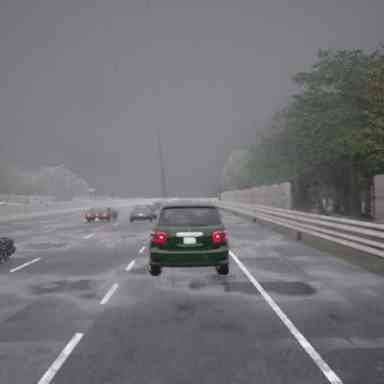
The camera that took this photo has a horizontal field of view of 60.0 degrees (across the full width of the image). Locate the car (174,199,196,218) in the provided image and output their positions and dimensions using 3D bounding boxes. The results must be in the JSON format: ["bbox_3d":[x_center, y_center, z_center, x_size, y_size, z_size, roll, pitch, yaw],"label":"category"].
[{"bbox_3d":[-0.702,1.593,33.518,2.097,1.767,4.553,-1,-1,-1],"label":"car"}]

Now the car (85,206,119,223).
[{"bbox_3d":[-7.574,1.880,28.536,1.895,1.301,4.718,-1,0,-1],"label":"car"}]

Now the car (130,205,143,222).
[{"bbox_3d":[-4.183,1.806,28.929,1.994,1.385,4.181,-1,0,-1],"label":"car"}]

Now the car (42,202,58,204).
[{"bbox_3d":[-29.773,2.766,71.444,1.994,1.385,4.181,-1,-1,-1],"label":"car"}]

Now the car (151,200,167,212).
[{"bbox_3d":[-4.662,1.971,47.674,1.837,1.490,4.892,-1,-1,-1],"label":"car"}]

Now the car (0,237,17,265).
[{"bbox_3d":[-7.083,1.702,9.321,2.033,1.411,5.357,-1,0,-1],"label":"car"}]

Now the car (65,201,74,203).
[{"bbox_3d":[-26.275,2.698,71.534,2.128,1.511,4.902,-1,-1,-1],"label":"car"}]

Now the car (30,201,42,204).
[{"bbox_3d":[-33.273,2.753,71.355,1.837,1.490,4.892,-1,-1,-1],"label":"car"}]

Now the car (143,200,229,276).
[{"bbox_3d":[-0.126,1.305,10.888,2.150,2.045,5.566,-1,0,-1],"label":"car"}]
